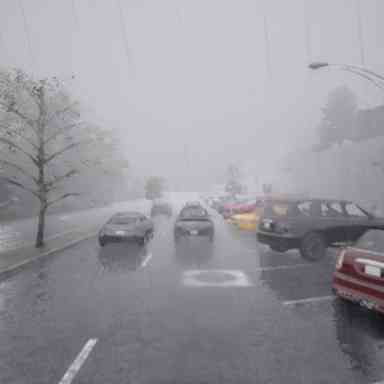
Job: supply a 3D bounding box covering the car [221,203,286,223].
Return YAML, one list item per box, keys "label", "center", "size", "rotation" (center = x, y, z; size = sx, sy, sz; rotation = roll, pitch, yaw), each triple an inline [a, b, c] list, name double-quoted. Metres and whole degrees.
- label: "car"
  center: [5.034, 1.659, 27.328]
  size: [4.792, 1.488, 2.163]
  rotation: [1, 0, -20]

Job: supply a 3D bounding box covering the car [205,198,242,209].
- label: "car"
  center: [4.880, 1.765, 51.297]
  size: [5.366, 1.575, 1.946]
  rotation: [1, 0, -20]

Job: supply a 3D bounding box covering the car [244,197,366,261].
- label: "car"
  center: [5.092, 1.276, 12.358]
  size: [5.566, 2.045, 2.435]
  rotation: [1, -1, -20]

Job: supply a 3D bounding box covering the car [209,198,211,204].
- label: "car"
  center: [5.058, 1.789, 42.345]
  size: [4.674, 1.452, 2.002]
  rotation: [1, 0, -20]

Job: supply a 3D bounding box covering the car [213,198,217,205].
- label: "car"
  center: [5.051, 1.683, 33.345]
  size: [5.008, 1.535, 2.097]
  rotation: [1, -1, -20]

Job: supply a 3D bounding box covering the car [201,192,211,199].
- label: "car"
  center: [5.028, 1.512, 57.350]
  size: [5.566, 2.045, 2.435]
  rotation: [1, 1, -20]

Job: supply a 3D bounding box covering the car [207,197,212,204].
- label: "car"
  center: [5.080, 1.788, 45.370]
  size: [4.792, 1.488, 2.163]
  rotation: [1, 0, -20]

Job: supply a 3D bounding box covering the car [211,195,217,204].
- label: "car"
  center: [5.088, 1.603, 39.357]
  size: [4.553, 1.767, 2.185]
  rotation: [1, 0, -20]

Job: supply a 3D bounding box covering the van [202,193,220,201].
- label: "van"
  center: [5.151, 1.319, 90.397]
  size: [4.442, 1.987, 1.878]
  rotation: [1, 0, -20]

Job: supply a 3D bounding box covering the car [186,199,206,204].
- label: "car"
  center: [0.085, 1.693, 32.463]
  size: [1.837, 1.490, 4.892]
  rotation: [0, -1, 0]

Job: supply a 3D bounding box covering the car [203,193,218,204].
- label: "car"
  center: [5.082, 1.516, 48.370]
  size: [5.566, 2.045, 2.435]
  rotation: [1, 0, -20]

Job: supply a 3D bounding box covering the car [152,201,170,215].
- label: "car"
  center: [-2.915, 1.693, 32.508]
  size: [1.837, 1.490, 4.892]
  rotation: [0, -1, 0]

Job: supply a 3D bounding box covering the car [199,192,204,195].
- label: "car"
  center: [5.013, 1.439, 87.362]
  size: [4.553, 1.767, 2.185]
  rotation: [1, 0, -20]

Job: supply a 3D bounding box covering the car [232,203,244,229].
- label: "car"
  center: [5.236, 1.562, 18.407]
  size: [5.366, 1.575, 1.946]
  rotation: [1, -1, -20]

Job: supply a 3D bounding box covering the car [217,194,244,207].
- label: "car"
  center: [5.040, 1.354, 24.327]
  size: [5.566, 2.045, 2.435]
  rotation: [1, 0, -20]

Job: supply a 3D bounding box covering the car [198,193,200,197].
- label: "car"
  center: [5.032, 1.523, 93.338]
  size: [4.892, 1.521, 2.231]
  rotation: [1, 0, -20]

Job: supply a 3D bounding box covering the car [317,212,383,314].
- label: "car"
  center: [5.038, 1.377, 6.330]
  size: [4.553, 1.767, 2.185]
  rotation: [1, -1, -20]

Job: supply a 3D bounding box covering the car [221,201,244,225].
- label: "car"
  center: [4.888, 1.575, 21.273]
  size: [5.366, 1.575, 1.946]
  rotation: [1, 0, -20]

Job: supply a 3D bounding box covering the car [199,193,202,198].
- label: "car"
  center: [5.017, 1.637, 81.373]
  size: [4.792, 1.488, 2.163]
  rotation: [1, 1, -20]

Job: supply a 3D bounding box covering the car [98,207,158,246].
- label: "car"
  center: [-2.912, 1.621, 15.485]
  size: [1.994, 1.385, 4.181]
  rotation: [0, 0, 0]

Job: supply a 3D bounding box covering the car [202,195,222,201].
- label: "car"
  center: [5.037, 1.626, 84.391]
  size: [4.674, 1.452, 2.002]
  rotation: [1, 0, -20]

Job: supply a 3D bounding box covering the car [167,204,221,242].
- label: "car"
  center: [0.090, 1.557, 16.782]
  size: [2.128, 1.511, 4.902]
  rotation: [0, 0, 0]
